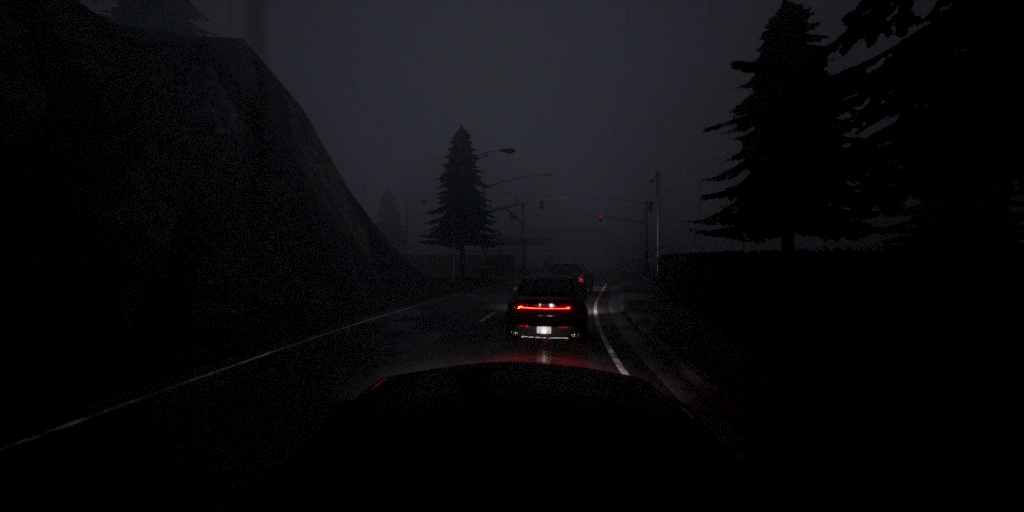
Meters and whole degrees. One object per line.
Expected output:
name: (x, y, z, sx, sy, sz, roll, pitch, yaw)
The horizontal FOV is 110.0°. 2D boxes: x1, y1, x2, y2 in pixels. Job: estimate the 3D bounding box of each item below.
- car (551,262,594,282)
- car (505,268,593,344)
car: (3.017, 1.102, 18.583, 2.097, 1.767, 4.553, 0, 0, 17)
car: (1.018, 1.255, 9.661, 1.837, 1.490, 4.892, 0, 0, 9)
